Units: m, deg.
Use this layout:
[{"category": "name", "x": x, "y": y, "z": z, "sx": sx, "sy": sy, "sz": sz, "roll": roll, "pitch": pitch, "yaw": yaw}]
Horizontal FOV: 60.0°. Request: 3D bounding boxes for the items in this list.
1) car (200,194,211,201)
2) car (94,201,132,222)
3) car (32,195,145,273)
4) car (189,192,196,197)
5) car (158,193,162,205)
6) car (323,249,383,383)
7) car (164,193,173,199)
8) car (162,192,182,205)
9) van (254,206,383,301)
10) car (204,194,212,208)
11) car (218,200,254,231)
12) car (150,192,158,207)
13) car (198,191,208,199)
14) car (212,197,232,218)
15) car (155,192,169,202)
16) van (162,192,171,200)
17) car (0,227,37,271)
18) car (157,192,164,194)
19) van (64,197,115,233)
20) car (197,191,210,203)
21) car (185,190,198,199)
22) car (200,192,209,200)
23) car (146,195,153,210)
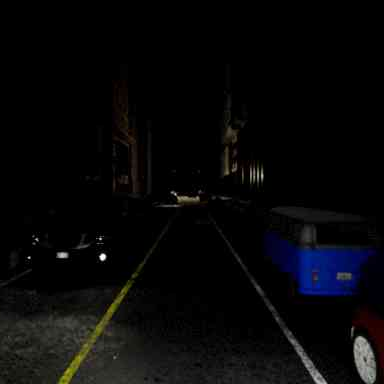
[{"category": "car", "x": 2.803, "y": 1.048, "z": 69.520, "sx": 2.008, "sy": 1.369, "sz": 4.403, "roll": 0, "pitch": 0, "yaw": 0}, {"category": "car", "x": -5.746, "y": 1.401, "z": 24.699, "sx": 1.802, "sy": 1.307, "sz": 4.206, "roll": 0, "pitch": 0, "yaw": 0}, {"category": "car", "x": -3.093, "y": 1.142, "z": 10.712, "sx": 2.150, "sy": 2.045, "sz": 5.566, "roll": 0, "pitch": 0, "yaw": 0}, {"category": "car", "x": 0.051, "y": 0.672, "z": 94.920, "sx": 1.882, "sy": 1.535, "sz": 5.008, "roll": 0, "pitch": 0, "yaw": 0}, {"category": "car", "x": -5.734, "y": 1.222, "z": 47.106, "sx": 1.947, "sy": 1.339, "sz": 4.313, "roll": 0, "pitch": 0, "yaw": 0}, {"category": "car", "x": 2.767, "y": 1.527, "z": 2.297, "sx": 1.887, "sy": 1.381, "sz": 4.507, "roll": 0, "pitch": 0, "yaw": 0}, {"category": "car", "x": -5.716, "y": 0.948, "z": 80.544, "sx": 1.752, "sy": 1.417, "sz": 4.829, "roll": 0, "pitch": 0, "yaw": 0}, {"category": "car", "x": -3.056, "y": 1.183, "z": 49.847, "sx": 2.033, "sy": 1.411, "sz": 5.357, "roll": 0, "pitch": 0, "yaw": 0}, {"category": "van", "x": 2.771, "y": 1.282, "z": 7.897, "sx": 1.690, "sy": 1.788, "sz": 3.998, "roll": 0, "pitch": 0, "yaw": 0}, {"category": "car", "x": 2.788, "y": 1.241, "z": 41.511, "sx": 1.887, "sy": 1.381, "sz": 4.507, "roll": 0, "pitch": 0, "yaw": 0}, {"category": "car", "x": 2.776, "y": 1.404, "z": 19.103, "sx": 1.887, "sy": 1.381, "sz": 4.507, "roll": 0, "pitch": 0, "yaw": 0}, {"category": "car", "x": -5.737, "y": 1.136, "z": 41.503, "sx": 1.967, "sy": 1.590, "sz": 4.097, "roll": 0, "pitch": 0, "yaw": 0}, {"category": "car", "x": 2.812, "y": 0.699, "z": 86.325, "sx": 2.192, "sy": 1.841, "sz": 5.009, "roll": 0, "pitch": 0, "yaw": 0}, {"category": "car", "x": 2.780, "y": 1.259, "z": 24.704, "sx": 1.967, "sy": 1.590, "sz": 4.097, "roll": 0, "pitch": 0, "yaw": 0}, {"category": "car", "x": -5.724, "y": 0.851, "z": 63.909, "sx": 2.192, "sy": 1.841, "sz": 5.009, "roll": 0, "pitch": 0, "yaw": 0}, {"category": "van", "x": -5.719, "y": 0.800, "z": 75.112, "sx": 1.690, "sy": 1.788, "sz": 3.998, "roll": 0, "pitch": 0, "yaw": 0}, {"category": "car", "x": -5.755, "y": 1.486, "z": 7.895, "sx": 1.887, "sy": 1.381, "sz": 4.507, "roll": 0, "pitch": 0, "yaw": 0}, {"category": "car", "x": -5.730, "y": 0.930, "z": 52.706, "sx": 2.192, "sy": 1.841, "sz": 5.009, "roll": 0, "pitch": 0, "yaw": 0}, {"category": "van", "x": -5.748, "y": 1.201, "z": 19.097, "sx": 1.690, "sy": 1.788, "sz": 3.998, "roll": 0, "pitch": 0, "yaw": 0}, {"category": "car", "x": 2.419, "y": 0.929, "z": 58.136, "sx": 2.097, "sy": 1.767, "sz": 4.553, "roll": 0, "pitch": 0, "yaw": 0}, {"category": "car", "x": 0.042, "y": 0.772, "z": 76.950, "sx": 1.882, "sy": 1.535, "sz": 5.008, "roll": 0, "pitch": 0, "yaw": 0}, {"category": "car", "x": 2.806, "y": 0.899, "z": 75.122, "sx": 1.967, "sy": 1.590, "sz": 4.097, "roll": 0, "pitch": 0, "yaw": 0}, {"category": "car", "x": -5.740, "y": 1.303, "z": 35.903, "sx": 1.947, "sy": 1.339, "sz": 4.313, "roll": 0, "pitch": 0, "yaw": 0}]
